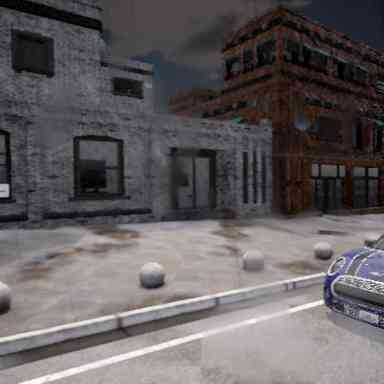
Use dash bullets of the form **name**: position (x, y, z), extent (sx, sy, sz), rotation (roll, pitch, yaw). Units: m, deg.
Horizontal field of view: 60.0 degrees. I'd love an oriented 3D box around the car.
- **car**: position (4.624, 1.373, 6.397), extent (4.553, 1.767, 2.097), rotation (1, 0, -33)
